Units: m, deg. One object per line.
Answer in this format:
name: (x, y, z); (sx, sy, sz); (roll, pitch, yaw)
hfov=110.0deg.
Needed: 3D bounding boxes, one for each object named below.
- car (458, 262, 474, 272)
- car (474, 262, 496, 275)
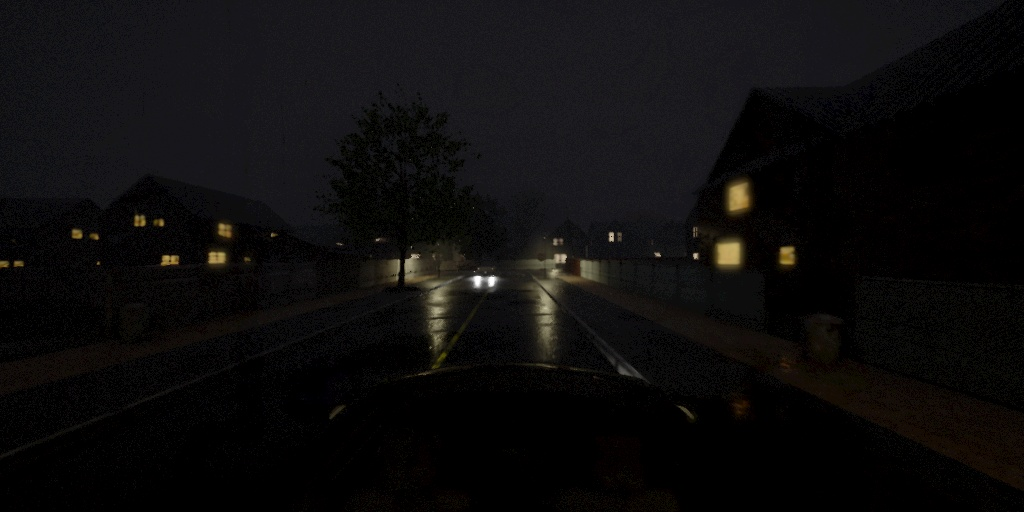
car: (-4.636, 1.419, 46.936); (4.718, 1.301, 1.895); (-1, -1, 0)
car: (-2.740, 1.390, 39.282); (1.895, 1.301, 4.718); (0, 0, 0)
